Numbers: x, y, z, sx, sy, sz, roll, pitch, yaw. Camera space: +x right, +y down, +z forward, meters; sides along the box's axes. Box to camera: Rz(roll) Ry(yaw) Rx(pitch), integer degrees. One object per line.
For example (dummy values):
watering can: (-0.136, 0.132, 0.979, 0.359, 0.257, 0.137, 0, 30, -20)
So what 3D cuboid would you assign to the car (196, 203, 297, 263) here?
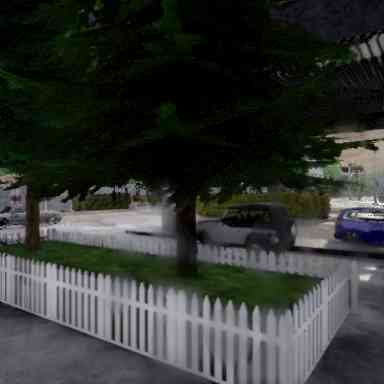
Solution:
car: (1.713, 1.322, 11.897, 3.866, 1.878, 1.905, 0, 0, 35)

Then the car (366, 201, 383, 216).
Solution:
car: (19.419, 1.605, 31.851, 4.718, 1.301, 1.895, 0, 0, 35)

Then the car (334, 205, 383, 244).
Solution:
car: (8.510, 1.482, 14.057, 4.611, 1.667, 2.242, 0, 0, 35)

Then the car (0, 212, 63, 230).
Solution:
car: (-10.318, 1.442, 20.006, 1.895, 1.301, 4.718, 0, 0, 39)
